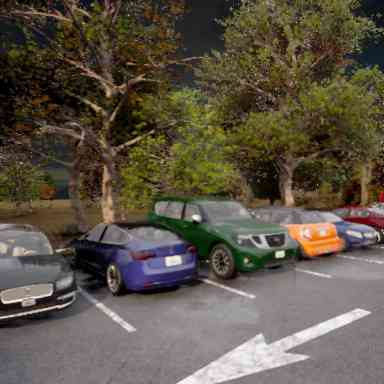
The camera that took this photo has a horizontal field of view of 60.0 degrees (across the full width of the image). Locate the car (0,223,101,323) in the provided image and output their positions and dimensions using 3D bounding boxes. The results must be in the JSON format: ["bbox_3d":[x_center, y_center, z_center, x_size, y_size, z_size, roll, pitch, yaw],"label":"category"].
[{"bbox_3d":[-3.990,1.475,7.222,2.231,1.521,4.892,0,0,-36],"label":"car"}]

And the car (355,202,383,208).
[{"bbox_3d":[7.351,1.372,15.300,2.097,1.535,5.008,-1,0,-36],"label":"car"}]

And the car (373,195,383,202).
[{"bbox_3d":[9.633,1.224,16.895,2.185,1.767,4.553,-1,0,-35],"label":"car"}]

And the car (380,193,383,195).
[{"bbox_3d":[14.165,1.053,20.134,2.435,2.045,5.566,-1,0,-36],"label":"car"}]

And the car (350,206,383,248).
[{"bbox_3d":[5.080,1.433,13.689,2.002,1.452,4.674,-1,0,-36],"label":"car"}]

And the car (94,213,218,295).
[{"bbox_3d":[-1.737,1.484,8.856,2.163,1.488,4.792,-1,0,-35],"label":"car"}]

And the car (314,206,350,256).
[{"bbox_3d":[2.832,1.288,12.043,2.185,1.767,4.553,-1,0,-36],"label":"car"}]

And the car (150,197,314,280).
[{"bbox_3d":[0.563,1.184,10.428,2.435,2.045,5.566,0,0,-36],"label":"car"}]
